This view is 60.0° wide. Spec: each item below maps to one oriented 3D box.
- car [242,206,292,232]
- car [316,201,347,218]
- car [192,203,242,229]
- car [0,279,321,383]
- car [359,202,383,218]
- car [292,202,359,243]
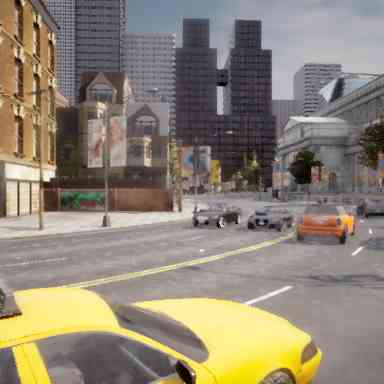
[{"bbox_3d":[4.856,1.552,20.192,1.994,1.385,4.181,0,0,30],"label":"car"},{"bbox_3d":[12.752,1.585,30.677,1.895,1.301,4.718,0,0,14],"label":"car"},{"bbox_3d":[1.777,1.477,21.861,2.128,1.511,4.902,0,0,29],"label":"car"},{"bbox_3d":[-1.097,1.453,2.544,5.366,1.575,1.801,0,0,-37],"label":"car"},{"bbox_3d":[16.179,1.551,29.988,1.994,1.385,4.181,0,0,14],"label":"car"},{"bbox_3d":[6.705,1.342,16.406,2.097,1.767,4.553,0,0,32],"label":"car"}]
